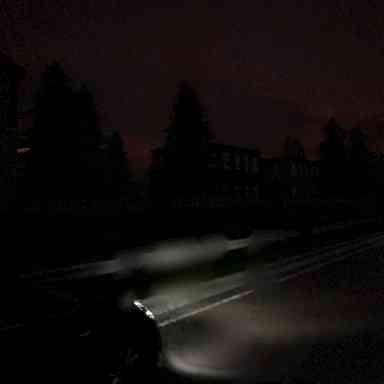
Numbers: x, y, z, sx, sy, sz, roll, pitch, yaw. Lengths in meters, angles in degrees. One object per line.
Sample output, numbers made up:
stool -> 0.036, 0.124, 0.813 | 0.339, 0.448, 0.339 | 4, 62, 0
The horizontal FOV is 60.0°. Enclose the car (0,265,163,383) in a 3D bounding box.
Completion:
car -> -2.465, 1.519, 3.439 | 2.097, 1.767, 4.553 | -3, -3, 43
